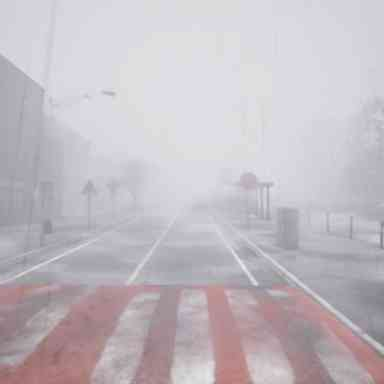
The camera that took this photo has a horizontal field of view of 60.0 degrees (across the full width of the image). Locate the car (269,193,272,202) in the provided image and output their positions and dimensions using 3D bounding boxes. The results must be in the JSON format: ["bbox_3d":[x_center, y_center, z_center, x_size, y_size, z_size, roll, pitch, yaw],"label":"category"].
[{"bbox_3d":[18.750,1.542,69.486,4.792,1.488,2.163,0,1,0],"label":"car"}]

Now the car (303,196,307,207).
[{"bbox_3d":[18.842,1.644,47.283,4.792,1.488,2.163,0,0,0],"label":"car"}]

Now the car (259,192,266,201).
[{"bbox_3d":[18.743,1.210,75.041,5.566,2.045,2.435,0,1,0],"label":"car"}]

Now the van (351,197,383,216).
[{"bbox_3d":[18.949,1.444,33.404,4.442,1.987,1.878,0,0,0],"label":"van"}]

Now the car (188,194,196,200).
[{"bbox_3d":[-0.010,1.317,90.314,1.994,1.385,4.181,0,1,0],"label":"car"}]

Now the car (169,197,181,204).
[{"bbox_3d":[-3.277,1.588,65.042,1.994,1.385,4.181,0,0,1],"label":"car"}]

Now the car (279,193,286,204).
[{"bbox_3d":[18.767,1.319,58.384,5.566,2.045,2.435,0,0,0],"label":"car"}]

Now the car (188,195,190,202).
[{"bbox_3d":[-0.008,1.449,75.291,2.033,1.411,5.357,0,1,0],"label":"car"}]

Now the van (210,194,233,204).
[{"bbox_3d":[5.822,1.306,65.989,4.442,1.987,1.878,0,0,0],"label":"van"}]

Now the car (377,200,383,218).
[{"bbox_3d":[18.836,1.693,27.853,5.008,1.535,2.097,0,0,0],"label":"car"}]

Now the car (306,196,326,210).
[{"bbox_3d":[18.631,1.623,44.507,5.366,1.575,1.946,0,0,0],"label":"car"}]

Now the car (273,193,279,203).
[{"bbox_3d":[18.783,1.545,63.937,5.008,1.535,2.097,0,0,0],"label":"car"}]

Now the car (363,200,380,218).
[{"bbox_3d":[18.834,1.722,30.630,4.674,1.452,2.002,0,0,0],"label":"car"}]

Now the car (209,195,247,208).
[{"bbox_3d":[5.541,1.592,51.972,5.366,1.575,1.946,0,0,0],"label":"car"}]

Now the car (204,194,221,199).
[{"bbox_3d":[5.661,1.281,94.029,4.674,1.452,2.002,0,1,0],"label":"car"}]

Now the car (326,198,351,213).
[{"bbox_3d":[18.796,1.677,38.955,4.792,1.488,2.163,0,0,0],"label":"car"}]

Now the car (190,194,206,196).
[{"bbox_3d":[0.969,1.568,50.661,1.801,1.575,5.366,0,0,0],"label":"car"}]

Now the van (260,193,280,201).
[{"bbox_3d":[18.880,1.175,80.595,4.442,1.987,1.878,0,1,0],"label":"van"}]

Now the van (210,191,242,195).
[{"bbox_3d":[5.834,1.346,57.578,4.442,1.987,1.878,0,0,0],"label":"van"}]

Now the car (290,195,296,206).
[{"bbox_3d":[18.810,1.592,52.833,5.008,1.535,2.097,0,0,0],"label":"car"}]

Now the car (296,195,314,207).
[{"bbox_3d":[18.815,1.604,50.057,4.892,1.521,2.231,0,0,0],"label":"car"}]

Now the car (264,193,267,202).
[{"bbox_3d":[18.804,1.517,72.269,4.792,1.488,2.163,0,1,0],"label":"car"}]

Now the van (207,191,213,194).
[{"bbox_3d":[5.593,1.323,63.188,4.442,1.987,1.878,0,0,0],"label":"van"}]

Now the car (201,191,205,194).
[{"bbox_3d":[5.656,1.156,80.010,5.566,2.045,2.435,0,1,0],"label":"car"}]

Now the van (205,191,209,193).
[{"bbox_3d":[5.805,1.214,77.210,4.442,1.987,1.878,0,1,0],"label":"van"}]

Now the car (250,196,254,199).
[{"bbox_3d":[18.784,1.084,86.144,5.566,2.045,2.435,0,1,0],"label":"car"}]

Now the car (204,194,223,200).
[{"bbox_3d":[5.666,1.308,88.423,4.892,1.521,2.231,0,1,0],"label":"car"}]

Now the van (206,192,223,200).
[{"bbox_3d":[5.793,1.115,85.617,4.442,1.987,1.878,0,1,0],"label":"van"}]

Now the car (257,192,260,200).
[{"bbox_3d":[18.796,1.182,77.818,5.566,2.045,2.435,0,1,0],"label":"car"}]

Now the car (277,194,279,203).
[{"bbox_3d":[18.786,1.560,61.159,4.892,1.521,2.231,0,0,0],"label":"car"}]

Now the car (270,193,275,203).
[{"bbox_3d":[18.968,1.526,66.715,5.366,1.575,1.946,0,0,0],"label":"car"}]

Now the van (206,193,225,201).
[{"bbox_3d":[5.797,1.148,82.814,4.442,1.987,1.878,0,1,0],"label":"van"}]

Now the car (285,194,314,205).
[{"bbox_3d":[18.805,1.581,55.609,5.008,1.535,2.097,0,0,0],"label":"car"}]

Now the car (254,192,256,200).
[{"bbox_3d":[18.945,1.365,83.372,5.366,1.575,1.946,0,1,0],"label":"car"}]

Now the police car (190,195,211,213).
[{"bbox_3d":[0.970,1.581,40.568,1.930,1.638,5.238,0,0,0],"label":"police car"}]
